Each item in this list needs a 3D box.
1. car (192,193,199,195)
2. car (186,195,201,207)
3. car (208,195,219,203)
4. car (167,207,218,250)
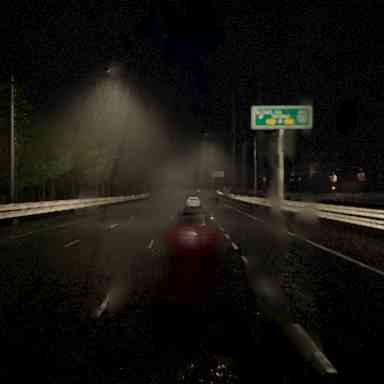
[{"bbox_3d":[0.436,1.343,62.783,2.033,1.411,5.357,0,0,1],"label":"car"},{"bbox_3d":[0.222,1.439,44.258,1.812,1.442,4.674,0,0,1],"label":"car"},{"bbox_3d":[4.033,1.290,62.459,2.128,1.511,4.902,0,1,1],"label":"car"},{"bbox_3d":[0.027,1.555,14.272,1.994,1.385,4.181,0,0,0],"label":"car"}]
